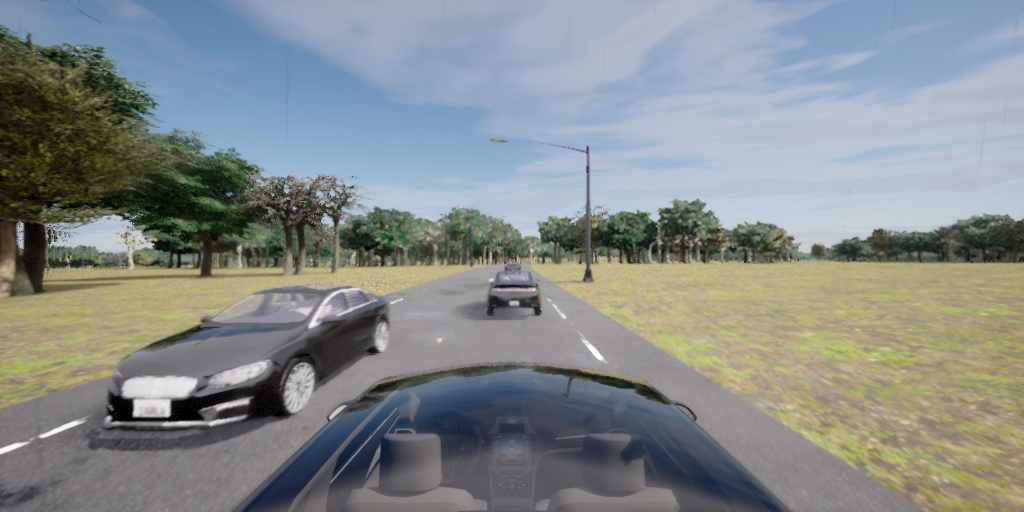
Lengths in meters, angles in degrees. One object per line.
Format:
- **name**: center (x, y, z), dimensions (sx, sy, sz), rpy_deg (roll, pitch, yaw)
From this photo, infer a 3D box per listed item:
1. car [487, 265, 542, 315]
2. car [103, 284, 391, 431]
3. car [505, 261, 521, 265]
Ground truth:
- **car**: center (0.083, 1.295, 13.778), dimensions (2.128, 1.511, 4.902), rpy_deg (0, 0, 0)
- **car**: center (-3.584, 1.266, 6.026), dimensions (2.128, 1.511, 4.902), rpy_deg (0, 0, 0)
- **car**: center (0.100, 1.381, 43.301), dimensions (2.128, 1.511, 4.902), rpy_deg (0, 0, 0)
